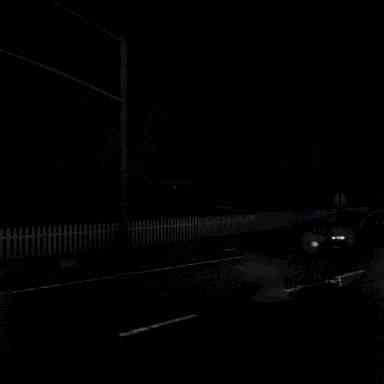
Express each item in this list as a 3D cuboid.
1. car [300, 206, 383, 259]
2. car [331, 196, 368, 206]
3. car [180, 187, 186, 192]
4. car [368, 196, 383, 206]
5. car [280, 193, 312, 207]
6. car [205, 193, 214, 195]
[{"bbox_3d":[6.143,1.491,12.641,4.902,1.511,2.128,0,0,-35],"label":"car"},{"bbox_3d":[19.106,1.483,42.510,2.128,1.511,4.902,0,0,-37],"label":"car"},{"bbox_3d":[-0.494,-0.391,68.674,1.895,1.301,4.718,0,7,-37],"label":"car"},{"bbox_3d":[23.703,1.347,42.242,2.097,1.767,4.553,0,0,-37],"label":"car"},{"bbox_3d":[13.570,1.200,44.016,2.150,2.045,5.566,0,1,-37],"label":"car"},{"bbox_3d":[2.710,0.302,58.445,2.150,2.045,5.566,0,6,-37],"label":"car"}]
